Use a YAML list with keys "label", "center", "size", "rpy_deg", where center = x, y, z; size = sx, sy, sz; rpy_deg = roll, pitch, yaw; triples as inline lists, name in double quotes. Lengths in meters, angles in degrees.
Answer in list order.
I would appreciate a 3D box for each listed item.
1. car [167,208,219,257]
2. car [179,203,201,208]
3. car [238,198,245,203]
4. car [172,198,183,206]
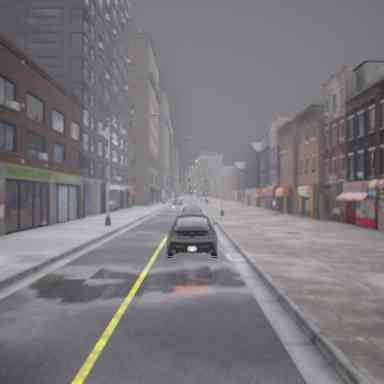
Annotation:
- label: "car"
  center: [0.020, 1.641, 13.499]
  size: [1.837, 1.490, 4.892]
  rpy_deg: [0, 0, 0]
- label: "car"
  center: [0.018, 1.857, 28.249]
  size: [1.895, 1.301, 4.718]
  rpy_deg: [0, 0, 0]
- label: "car"
  center: [13.896, 2.150, 83.280]
  size: [4.829, 1.417, 1.752]
  rpy_deg: [0, -1, 0]
- label: "car"
  center: [-2.759, 1.973, 64.783]
  size: [1.837, 1.490, 4.892]
  rpy_deg: [0, 0, 0]
